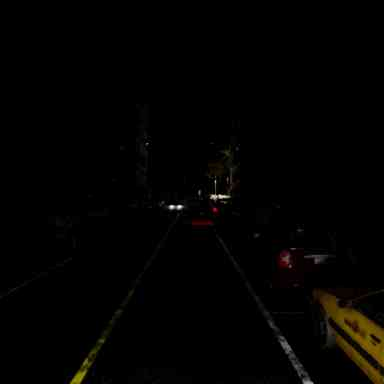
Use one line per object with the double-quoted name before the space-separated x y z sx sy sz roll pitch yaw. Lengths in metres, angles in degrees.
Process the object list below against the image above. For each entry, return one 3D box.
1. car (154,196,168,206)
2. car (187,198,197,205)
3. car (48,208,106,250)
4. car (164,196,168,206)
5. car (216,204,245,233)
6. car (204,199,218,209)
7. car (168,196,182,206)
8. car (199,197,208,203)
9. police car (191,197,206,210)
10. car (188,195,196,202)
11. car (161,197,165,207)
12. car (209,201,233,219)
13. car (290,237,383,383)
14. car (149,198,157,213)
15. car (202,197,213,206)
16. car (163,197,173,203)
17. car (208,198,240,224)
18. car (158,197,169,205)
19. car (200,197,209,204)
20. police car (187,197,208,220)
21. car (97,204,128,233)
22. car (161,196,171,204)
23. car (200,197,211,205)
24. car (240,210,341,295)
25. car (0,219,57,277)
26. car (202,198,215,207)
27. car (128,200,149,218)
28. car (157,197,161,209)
"car" -5.395 1.581 58.419 1.967 1.590 4.097 0 0 0
"car" -0.008 1.766 65.401 1.895 1.301 4.718 0 0 0
"car" -5.390 1.584 14.268 2.008 1.369 4.403 0 0 0
"car" -5.394 1.675 52.900 2.008 1.369 4.403 0 0 0
"car" 2.635 1.628 19.795 1.802 1.307 4.206 0 0 0
"car" 2.632 1.692 47.386 1.802 1.307 4.206 0 0 0
"car" -2.816 1.700 57.327 1.994 1.385 4.181 0 0 0
"car" 2.629 1.757 74.977 1.947 1.339 4.313 0 0 0
"police car" 0.819 1.529 44.791 1.930 1.638 5.238 0 0 0
"car" -0.009 1.571 80.050 1.812 1.442 4.674 0 0 0
"car" -5.393 1.676 47.381 1.947 1.339 4.313 0 0 0
"car" 2.629 1.597 30.999 1.752 1.417 4.829 0 0 0
"car" 2.637 1.534 3.410 1.752 1.417 4.829 0 0 0
"car" -5.392 1.635 36.344 2.008 1.369 4.403 0 0 0
"car" 2.630 1.666 58.593 1.752 1.417 4.829 0 0 0
"car" -5.396 1.773 74.975 1.802 1.307 4.206 0 0 0
"car" 2.634 1.374 25.314 2.192 1.841 5.009 0 0 0
"car" -5.395 1.682 63.767 1.752 1.417 4.829 0 0 0
"car" 2.629 1.756 69.459 1.802 1.307 4.206 0 0 0
"police car" 0.673 1.492 28.754 1.930 1.638 5.238 0 0 -3
"car" -5.390 1.597 19.787 2.008 1.369 4.403 0 0 0
"car" -5.396 1.614 69.456 1.967 1.590 4.097 0 0 0
"car" 2.630 1.702 63.941 1.887 1.381 4.507 0 0 0
"car" 2.636 1.461 8.757 1.967 1.590 4.097 0 0 0
"car" -5.389 1.603 8.749 1.802 1.307 4.206 0 0 0
"car" 2.631 1.706 52.904 1.802 1.307 4.206 0 0 0
"car" -5.391 1.654 30.825 1.802 1.307 4.206 0 0 0
"car" -5.392 1.642 41.863 1.887 1.381 4.507 0 0 0
